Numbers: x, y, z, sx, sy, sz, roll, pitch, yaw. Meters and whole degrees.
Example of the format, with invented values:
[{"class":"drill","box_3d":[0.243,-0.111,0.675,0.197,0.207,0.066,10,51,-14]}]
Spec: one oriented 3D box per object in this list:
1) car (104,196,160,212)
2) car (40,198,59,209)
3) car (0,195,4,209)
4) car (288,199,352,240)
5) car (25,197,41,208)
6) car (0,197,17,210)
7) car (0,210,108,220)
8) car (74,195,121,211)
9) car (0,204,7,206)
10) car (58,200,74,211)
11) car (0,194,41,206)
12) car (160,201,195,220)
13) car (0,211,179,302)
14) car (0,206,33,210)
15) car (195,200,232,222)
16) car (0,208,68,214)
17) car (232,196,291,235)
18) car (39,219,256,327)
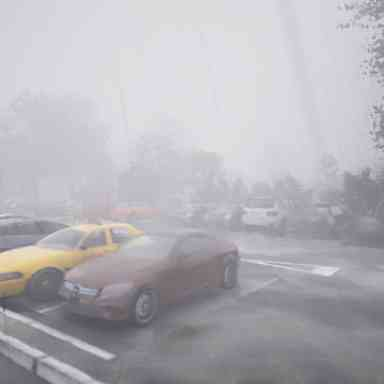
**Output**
[{"class":"car","box_3d":[-4.160,1.391,26.047,2.185,1.767,4.553,0,0,36]},{"class":"car","box_3d":[-10.922,1.506,30.952,2.097,1.535,5.008,0,0,36]},{"class":"car","box_3d":[-26.776,1.344,42.300,2.185,1.767,4.553,0,0,36]},{"class":"car","box_3d":[7.149,1.410,17.920,2.185,1.767,4.553,0,0,36]},{"class":"car","box_3d":[-13.206,1.531,32.550,2.163,1.488,4.792,0,0,36]},{"class":"car","box_3d":[-24.493,1.475,40.704,2.097,1.535,5.008,0,0,36]},{"class":"car","box_3d":[-4.974,1.559,10.599,2.163,1.488,4.792,0,0,36]},{"class":"car","box_3d":[-6.487,1.262,27.793,2.435,2.045,5.566,0,0,36]},{"class":"car","box_3d":[-11.775,1.519,15.443,2.231,1.521,4.892,0,0,36]},{"class":"car","box_3d":[-8.657,1.506,29.546,1.946,1.575,5.366,0,0,36]},{"class":"car","box_3d":[-17.692,1.367,35.849,2.185,1.767,4.553,0,0,36]},{"class":"car","box_3d":[0.298,1.399,22.920,2.185,1.767,4.553,0,0,36]},{"class":"car","box_3d":[-2.839,1.530,8.801,1.946,1.575,5.366,0,0,36]},{"class":"car","box_3d":[-9.528,1.551,13.800,2.163,1.488,4.792,0,0,36]},{"class":"car","box_3d":[2.560,1.402,21.295,2.185,1.767,4.553,0,0,36]},{"class":"car","box_3d":[-7.250,1.565,12.202,2.002,1.452,4.674,0,0,36]},{"class":"car","box_3d":[4.922,1.281,19.594,2.435,2.045,5.566,0,0,36]},{"class":"car","box_3d":[-0.577,1.577,7.422,2.002,1.452,4.674,0,-1,36]}]
